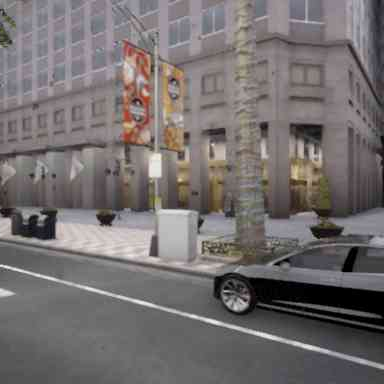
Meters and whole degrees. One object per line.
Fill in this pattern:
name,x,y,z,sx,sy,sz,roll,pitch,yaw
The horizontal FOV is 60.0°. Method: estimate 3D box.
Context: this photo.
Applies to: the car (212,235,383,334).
car,2.629,1.513,5.914,4.786,1.482,2.161,0,0,35
